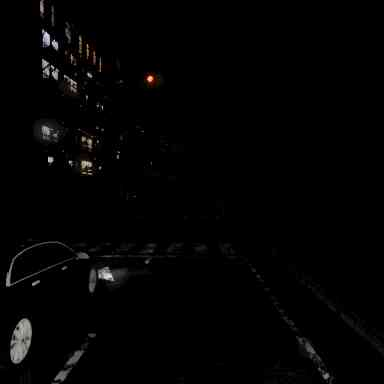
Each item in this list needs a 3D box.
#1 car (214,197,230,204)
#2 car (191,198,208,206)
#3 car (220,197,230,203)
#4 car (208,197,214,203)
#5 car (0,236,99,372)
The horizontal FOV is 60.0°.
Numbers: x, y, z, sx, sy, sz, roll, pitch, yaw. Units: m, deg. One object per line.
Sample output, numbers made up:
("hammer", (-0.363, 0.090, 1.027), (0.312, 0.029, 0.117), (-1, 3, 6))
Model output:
("car", (6.186, 1.741, 68.845), (1.837, 1.490, 4.892), (0, 0, 10))
("car", (1.036, 1.730, 56.956), (1.994, 1.385, 4.181), (0, 0, 8))
("car", (7.854, 1.855, 78.672), (1.994, 1.385, 4.181), (0, 0, 12))
("car", (4.881, 1.836, 80.370), (1.812, 1.442, 4.674), (0, 0, 12))
("car", (-3.047, 1.507, 5.641), (1.837, 1.490, 4.892), (0, 0, 1))
